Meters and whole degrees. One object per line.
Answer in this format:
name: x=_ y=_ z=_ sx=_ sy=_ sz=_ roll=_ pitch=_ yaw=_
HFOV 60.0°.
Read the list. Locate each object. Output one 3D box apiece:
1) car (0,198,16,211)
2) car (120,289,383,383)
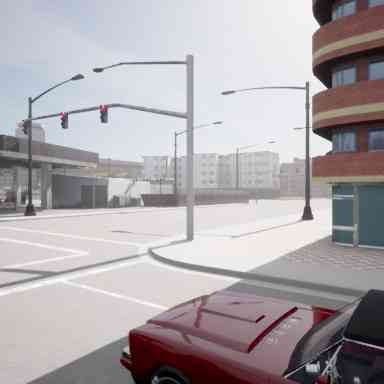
car: x=-22.264 y=1.456 z=38.800 sx=3.806 sy=1.475 sz=1.970 roll=0 pitch=0 yaw=36
car: x=1.589 y=1.601 z=2.840 sx=4.718 sy=1.301 sz=1.895 roll=0 pitch=0 yaw=36
